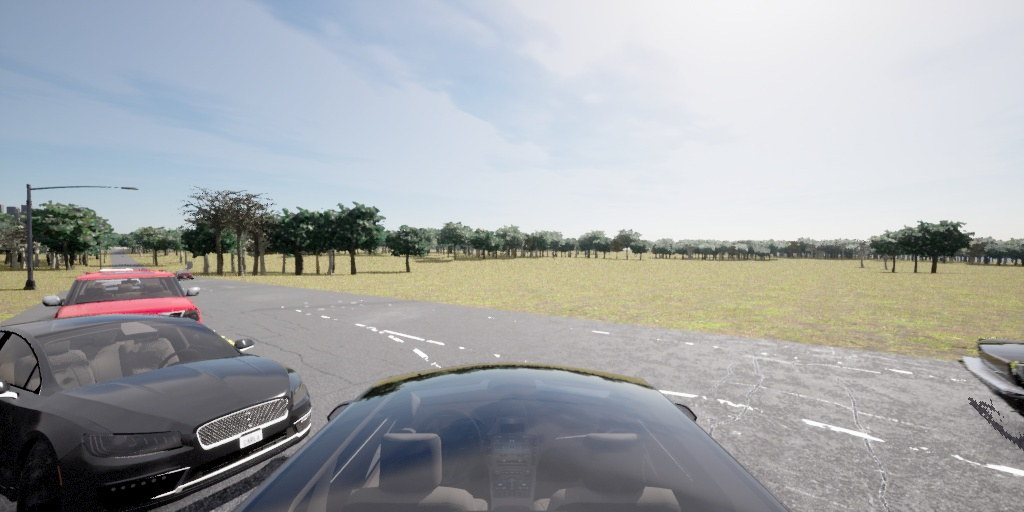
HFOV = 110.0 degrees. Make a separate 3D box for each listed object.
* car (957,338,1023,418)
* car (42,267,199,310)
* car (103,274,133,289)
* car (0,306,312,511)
[{"bbox_3d":[7.626,1.342,3.017,4.718,1.301,1.895,-1,0,42],"label":"car"},{"bbox_3d":[-9.341,1.386,8.740,5.566,2.045,2.150,-2,0,42],"label":"car"},{"bbox_3d":[-41.656,2.666,37.966,1.895,1.301,4.718,-1,0,-45],"label":"car"},{"bbox_3d":[-4.502,1.445,4.019,4.892,1.490,1.837,-3,-3,22],"label":"car"}]
